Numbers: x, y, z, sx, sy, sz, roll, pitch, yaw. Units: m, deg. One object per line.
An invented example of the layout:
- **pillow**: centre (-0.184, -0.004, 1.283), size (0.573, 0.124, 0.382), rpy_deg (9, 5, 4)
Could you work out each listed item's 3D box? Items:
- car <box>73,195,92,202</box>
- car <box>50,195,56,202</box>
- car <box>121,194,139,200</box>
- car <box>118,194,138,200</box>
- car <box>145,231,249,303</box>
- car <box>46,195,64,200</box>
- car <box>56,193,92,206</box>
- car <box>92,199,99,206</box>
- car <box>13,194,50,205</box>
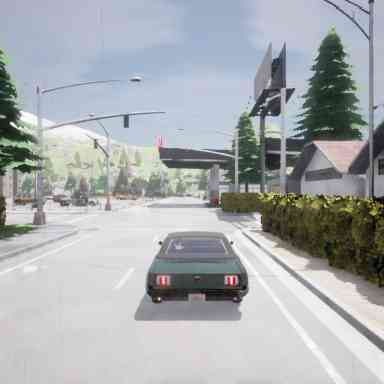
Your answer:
- **car**: centre (-23.999, 1.320, 73.041), size (3.633, 1.501, 1.845), rpy_deg (0, 0, 0)
- **car**: centre (-23.988, 1.298, 63.048), size (4.514, 1.523, 2.007), rpy_deg (0, 0, 0)
- **car**: centre (-16.457, 1.340, 88.064), size (4.514, 1.523, 2.007), rpy_deg (0, 0, 0)
- **car**: centre (-16.388, 1.330, 84.927), size (5.027, 1.636, 2.152), rpy_deg (0, 0, 0)
- **car**: centre (0.099, 1.601, 8.155), size (1.895, 1.301, 4.718), rpy_deg (0, 0, 0)
- **car**: centre (-35.054, 1.384, 84.975), size (3.806, 1.475, 1.970), rpy_deg (0, 0, 0)
- **car**: centre (-16.747, 1.077, 47.343), size (3.866, 1.878, 1.905), rpy_deg (0, 0, 0)
- **car**: centre (-16.154, 1.361, 50.671), size (3.806, 1.475, 1.970), rpy_deg (0, 0, 0)
- **car**: centre (-24.633, 1.097, 50.588), size (4.605, 1.855, 1.932), rpy_deg (0, 0, 0)
